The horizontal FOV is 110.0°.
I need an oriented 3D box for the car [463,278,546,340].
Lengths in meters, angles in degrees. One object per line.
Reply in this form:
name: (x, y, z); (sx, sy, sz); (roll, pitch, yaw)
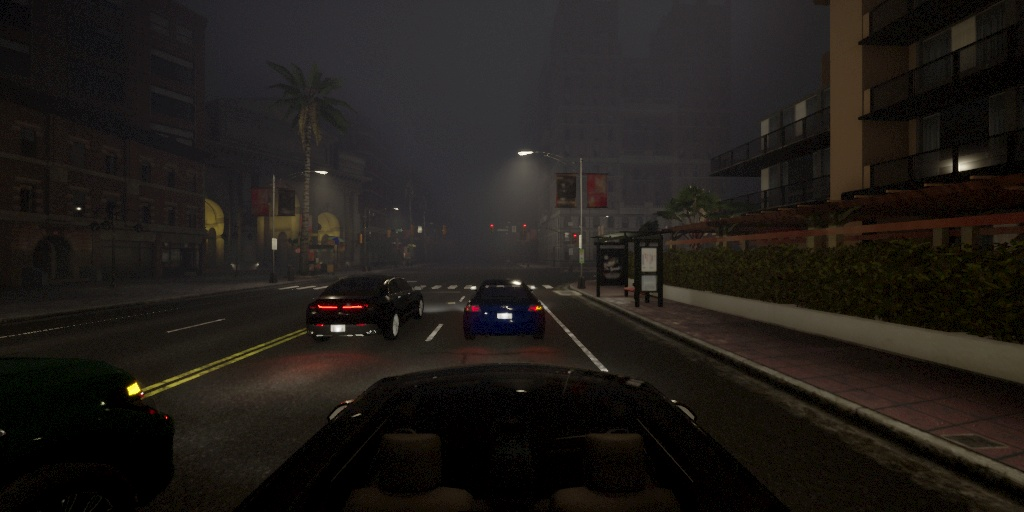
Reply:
car: (-0.235, 1.314, 10.027); (1.994, 1.385, 4.181); (0, 0, -2)

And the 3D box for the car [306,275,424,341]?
car: (-3.724, 1.255, 9.871); (1.837, 1.490, 4.892); (0, 0, -3)
